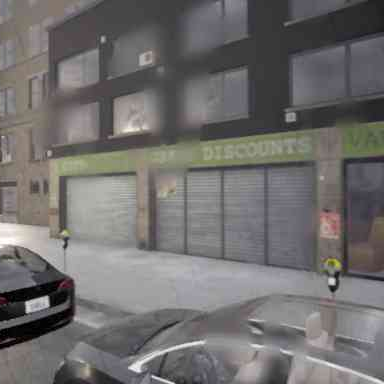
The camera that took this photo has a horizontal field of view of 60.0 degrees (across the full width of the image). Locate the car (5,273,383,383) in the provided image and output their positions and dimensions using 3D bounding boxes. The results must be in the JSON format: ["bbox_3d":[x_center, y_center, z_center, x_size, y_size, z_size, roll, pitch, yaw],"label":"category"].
[{"bbox_3d":[0.676,1.555,2.599,4.403,1.369,2.008,0,0,35],"label":"car"}]

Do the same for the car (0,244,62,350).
[{"bbox_3d":[-3.823,1.601,5.802,4.313,1.339,1.947,0,0,35],"label":"car"}]
